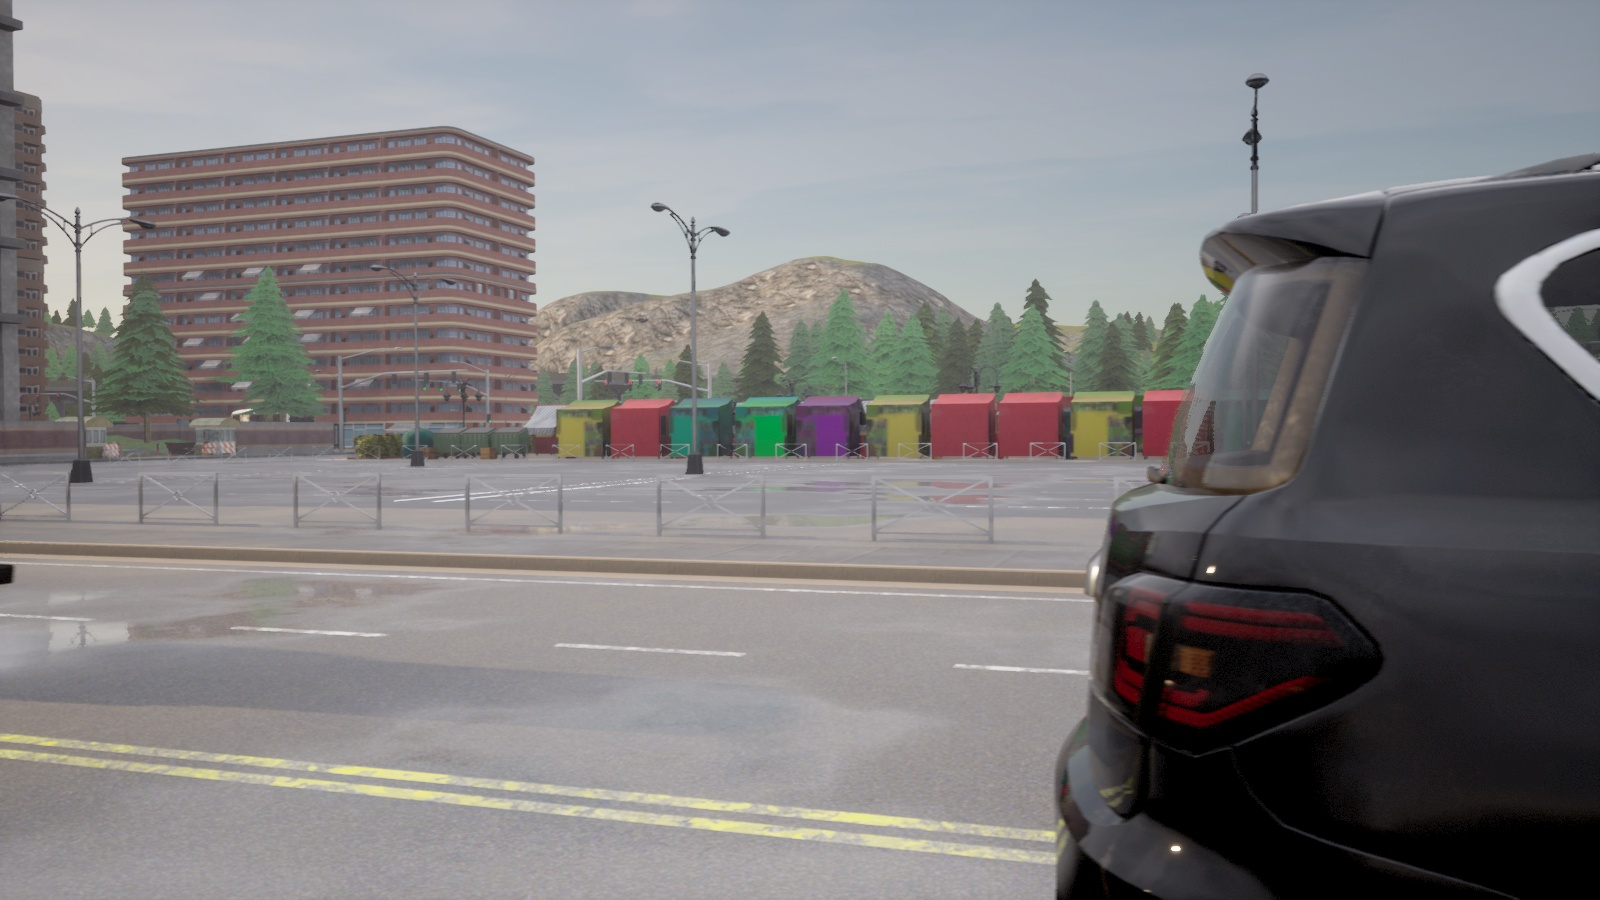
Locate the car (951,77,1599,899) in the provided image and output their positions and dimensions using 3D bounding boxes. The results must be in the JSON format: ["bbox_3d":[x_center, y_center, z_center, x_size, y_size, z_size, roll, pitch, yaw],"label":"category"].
[{"bbox_3d":[3.218,0.517,2.107,5.566,2.045,2.150,0,1,19],"label":"car"}]

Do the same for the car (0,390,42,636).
[{"bbox_3d":[-8.123,0.482,9.614,3.866,1.878,1.905,0,1,19],"label":"car"}]
